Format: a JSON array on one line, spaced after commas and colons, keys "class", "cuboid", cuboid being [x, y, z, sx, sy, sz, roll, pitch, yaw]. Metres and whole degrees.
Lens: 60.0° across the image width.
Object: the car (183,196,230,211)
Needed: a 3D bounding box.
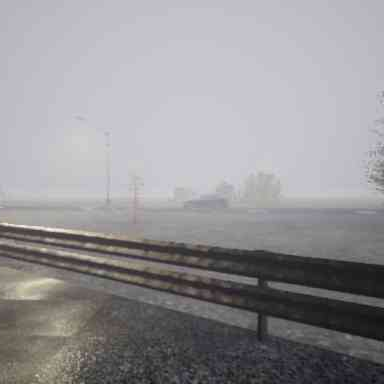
[{"class": "car", "cuboid": [1.485, 1.156, 34.255, 4.902, 1.511, 2.128, 0, 0, 13]}]
